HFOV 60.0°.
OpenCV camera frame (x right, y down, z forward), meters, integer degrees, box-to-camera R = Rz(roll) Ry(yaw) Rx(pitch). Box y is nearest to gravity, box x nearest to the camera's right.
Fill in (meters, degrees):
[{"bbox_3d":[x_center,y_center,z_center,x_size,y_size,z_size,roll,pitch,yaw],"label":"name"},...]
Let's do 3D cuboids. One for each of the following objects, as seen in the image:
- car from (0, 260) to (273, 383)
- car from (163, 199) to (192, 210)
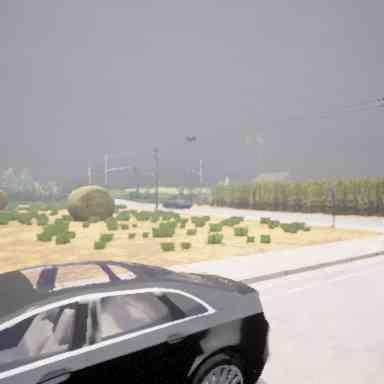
[{"bbox_3d":[-1.398,1.494,2.989,4.902,1.511,2.128,0,0,-35],"label":"car"},{"bbox_3d":[-2.068,1.694,45.692,2.033,1.411,5.357,0,0,-34],"label":"car"}]
